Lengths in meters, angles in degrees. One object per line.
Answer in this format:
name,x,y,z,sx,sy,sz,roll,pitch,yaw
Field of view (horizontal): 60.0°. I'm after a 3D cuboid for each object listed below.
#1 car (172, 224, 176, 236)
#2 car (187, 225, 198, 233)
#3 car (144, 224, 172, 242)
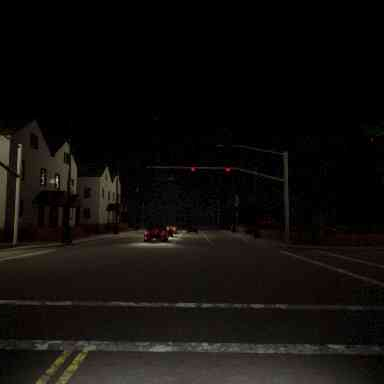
car,-3.513,5.176,43.427,1.994,1.385,4.181,0,-5,0
car,0.095,6.472,57.910,2.033,1.411,5.357,0,-5,0
car,-3.530,4.074,33.498,2.097,1.767,4.553,0,-5,0
